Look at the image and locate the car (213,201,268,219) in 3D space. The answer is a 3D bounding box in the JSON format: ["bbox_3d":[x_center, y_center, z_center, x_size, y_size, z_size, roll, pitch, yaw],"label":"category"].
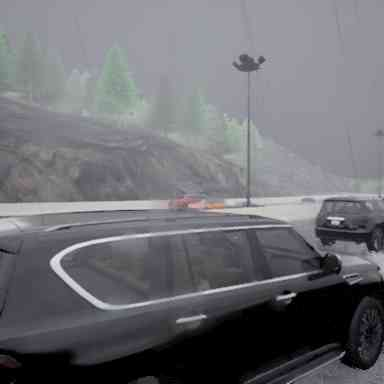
[{"bbox_3d":[4.555,1.593,30.559,5.357,1.411,2.033,0,0,-43],"label":"car"}]

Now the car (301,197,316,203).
[{"bbox_3d":[25.004,1.677,71.461,1.895,1.301,4.718,0,0,33],"label":"car"}]

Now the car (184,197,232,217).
[{"bbox_3d":[1.634,1.404,32.682,4.553,1.767,2.097,0,0,-43],"label":"car"}]

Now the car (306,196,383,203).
[{"bbox_3d":[7.427,1.237,14.181,5.566,2.045,2.150,0,0,-40],"label":"car"}]

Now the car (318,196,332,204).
[{"bbox_3d":[27.814,1.609,69.344,1.812,1.442,4.674,0,0,33],"label":"car"}]

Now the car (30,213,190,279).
[{"bbox_3d":[-2.493,1.547,10.756,4.674,1.442,1.812,0,0,-37],"label":"car"}]

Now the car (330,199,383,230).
[{"bbox_3d":[11.303,1.377,22.291,4.553,1.767,2.097,0,0,-42],"label":"car"}]

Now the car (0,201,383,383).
[{"bbox_3d":[0.221,1.229,4.019,5.566,2.045,2.150,0,0,-36],"label":"car"}]
